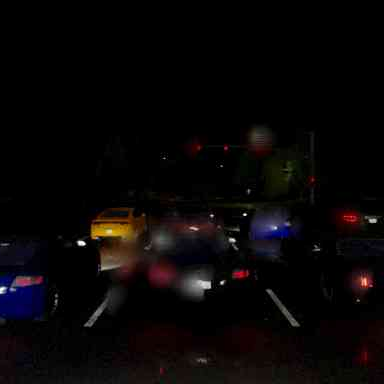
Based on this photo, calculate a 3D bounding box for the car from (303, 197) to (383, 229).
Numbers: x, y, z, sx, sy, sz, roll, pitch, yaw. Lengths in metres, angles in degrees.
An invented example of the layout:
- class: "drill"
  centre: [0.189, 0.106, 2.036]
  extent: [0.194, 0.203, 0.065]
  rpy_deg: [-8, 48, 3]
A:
- class: "car"
  centre: [7.104, 1.222, 15.747]
  extent: [2.150, 2.045, 5.566]
  rpy_deg: [0, 0, 0]

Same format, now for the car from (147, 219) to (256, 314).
- class: "car"
  centre: [0.116, 1.564, 7.713]
  extent: [1.994, 1.385, 4.181]
  rpy_deg: [0, 0, -1]

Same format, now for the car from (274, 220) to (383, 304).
- class: "car"
  centre: [3.602, 1.601, 8.065]
  extent: [1.895, 1.301, 4.718]
  rpy_deg: [0, 0, 0]

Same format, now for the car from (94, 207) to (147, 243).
- class: "car"
  centre: [-3.397, 1.478, 16.183]
  extent: [1.882, 1.535, 5.008]
  rpy_deg: [0, 0, 0]

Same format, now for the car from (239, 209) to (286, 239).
- class: "car"
  centre: [3.604, 1.564, 16.822]
  extent: [1.994, 1.385, 4.181]
  rpy_deg: [0, 0, 0]

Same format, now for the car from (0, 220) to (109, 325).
- class: "car"
  centre: [-3.397, 1.564, 7.252]
  extent: [1.994, 1.385, 4.181]
  rpy_deg: [0, 0, 0]

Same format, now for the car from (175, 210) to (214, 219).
- class: "car"
  centre: [0.104, 1.564, 16.117]
  extent: [1.994, 1.385, 4.181]
  rpy_deg: [0, 0, 0]
